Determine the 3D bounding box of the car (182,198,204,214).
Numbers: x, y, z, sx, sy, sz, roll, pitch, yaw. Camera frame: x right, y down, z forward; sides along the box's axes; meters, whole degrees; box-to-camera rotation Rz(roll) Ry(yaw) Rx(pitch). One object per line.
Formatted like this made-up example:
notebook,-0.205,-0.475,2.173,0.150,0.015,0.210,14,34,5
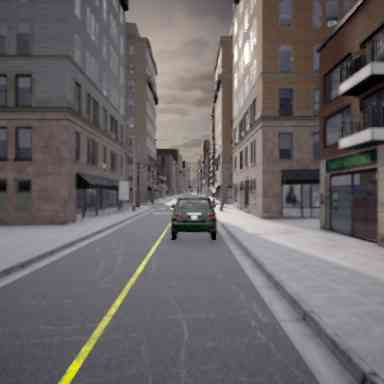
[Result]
car,0.092,1.442,35.081,2.128,1.511,4.902,0,0,0

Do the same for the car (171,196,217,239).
car,0.094,1.203,17.236,2.150,2.045,5.566,0,0,0
